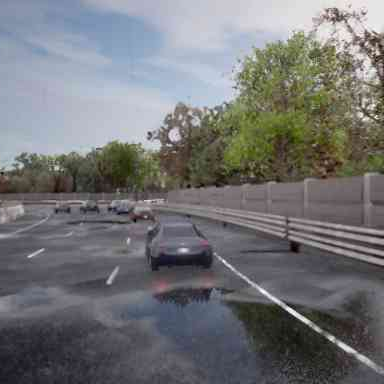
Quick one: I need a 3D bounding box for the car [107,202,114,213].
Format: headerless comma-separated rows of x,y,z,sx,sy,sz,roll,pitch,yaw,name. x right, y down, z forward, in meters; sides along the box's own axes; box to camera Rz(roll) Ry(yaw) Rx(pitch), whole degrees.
-10.570,2.130,46.796,1.837,1.490,4.892,0,-1,-27,car

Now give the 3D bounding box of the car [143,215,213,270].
-0.588,1.716,11.772,1.994,1.385,4.181,0,-1,-10,car

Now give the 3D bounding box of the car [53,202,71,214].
-17.606,2.117,45.116,2.128,1.511,4.902,0,-1,-26,car

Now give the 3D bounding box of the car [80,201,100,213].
-14.231,1.979,46.177,2.097,1.767,4.553,0,-1,-26,car

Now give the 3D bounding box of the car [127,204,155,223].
-4.496,1.919,29.911,1.812,1.442,4.674,0,-1,-16,car

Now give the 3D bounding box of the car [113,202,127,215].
-8.301,2.110,41.147,1.994,1.385,4.181,0,-1,-17,car
